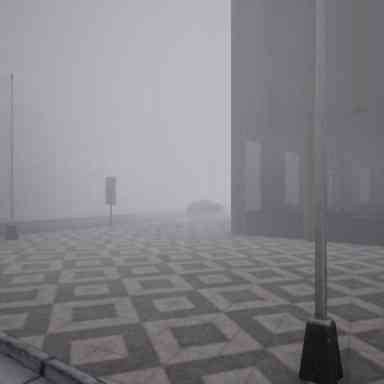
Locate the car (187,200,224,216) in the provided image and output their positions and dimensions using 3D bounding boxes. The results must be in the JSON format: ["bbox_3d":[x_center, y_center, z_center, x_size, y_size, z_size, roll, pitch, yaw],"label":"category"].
[{"bbox_3d":[1.434,1.509,33.162,2.128,1.511,4.902,0,0,36],"label":"car"}]
